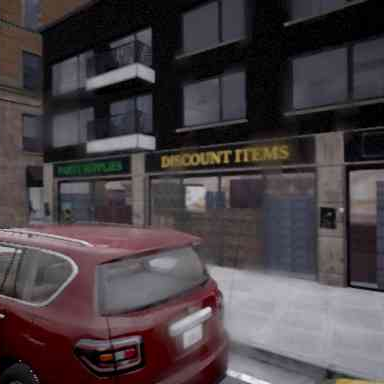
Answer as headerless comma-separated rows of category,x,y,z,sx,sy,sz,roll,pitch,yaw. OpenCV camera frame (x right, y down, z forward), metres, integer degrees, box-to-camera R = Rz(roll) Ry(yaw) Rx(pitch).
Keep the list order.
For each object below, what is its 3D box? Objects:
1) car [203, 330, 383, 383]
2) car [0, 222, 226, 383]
car,2.542,1.525,1.043,4.829,1.417,1.752,0,-1,36
car,-1.938,1.317,4.240,5.009,1.841,2.192,0,-1,36
